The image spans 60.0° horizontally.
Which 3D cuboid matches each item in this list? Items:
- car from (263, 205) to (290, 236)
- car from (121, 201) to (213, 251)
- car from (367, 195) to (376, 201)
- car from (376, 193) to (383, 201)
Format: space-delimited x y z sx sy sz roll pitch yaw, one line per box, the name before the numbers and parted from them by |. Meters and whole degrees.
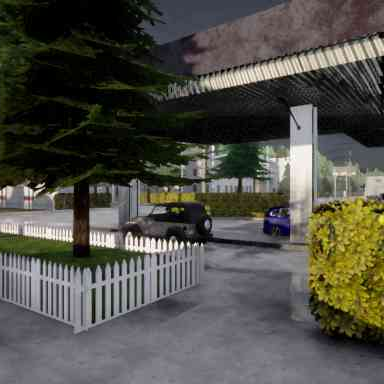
car | 5.787 1.480 16.009 4.611 1.667 2.242 0 0 35
car | -1.014 1.313 13.860 3.866 1.878 1.905 0 0 35
car | 33.007 1.298 60.284 2.007 1.523 4.514 0 0 35
car | 25.742 1.077 43.543 1.905 1.878 3.866 0 0 35
